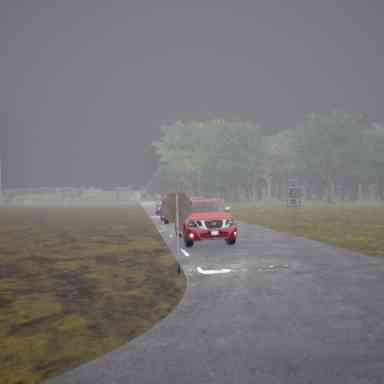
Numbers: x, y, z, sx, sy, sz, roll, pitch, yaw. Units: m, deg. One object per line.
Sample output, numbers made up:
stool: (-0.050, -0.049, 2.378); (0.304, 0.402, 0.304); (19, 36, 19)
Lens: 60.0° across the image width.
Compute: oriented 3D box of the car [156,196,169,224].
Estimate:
car: (-1.303, 1.330, 26.300); (2.150, 2.045, 5.566); (-2, 0, -10)

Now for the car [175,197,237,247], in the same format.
car: (0.448, 1.298, 16.086); (2.150, 2.045, 5.566); (-2, 0, -10)

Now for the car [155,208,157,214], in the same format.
car: (-2.986, 1.694, 36.109); (1.812, 1.442, 4.674); (-2, 0, -9)
